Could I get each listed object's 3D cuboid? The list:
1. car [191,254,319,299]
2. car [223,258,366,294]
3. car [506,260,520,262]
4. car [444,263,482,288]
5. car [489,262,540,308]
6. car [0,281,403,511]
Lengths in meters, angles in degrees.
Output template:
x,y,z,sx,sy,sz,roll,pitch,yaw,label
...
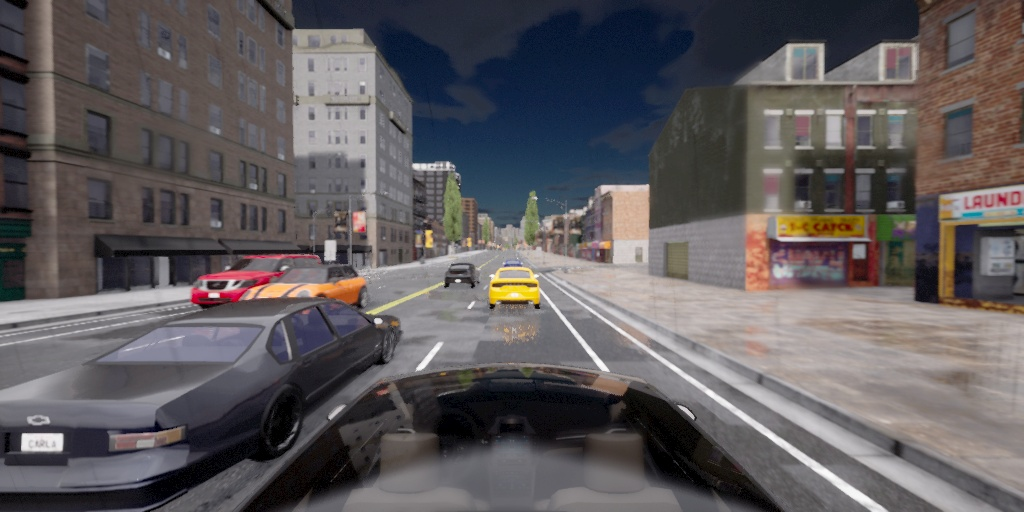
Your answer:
x,y,z,sx,sy,sz,roll,pitch,yaw,label
-9.764,0.949,14.531,2.150,2.045,5.566,0,0,0,car
-6.538,1.082,11.781,2.097,1.767,4.553,0,0,0,car
0.102,1.094,36.329,1.882,1.535,5.008,0,0,0,car
-3.149,1.190,23.287,1.837,1.490,4.892,0,0,0,car
0.099,1.198,14.978,1.882,1.535,5.008,0,0,0,car
-3.152,1.293,4.917,2.033,1.411,5.357,0,0,0,car
